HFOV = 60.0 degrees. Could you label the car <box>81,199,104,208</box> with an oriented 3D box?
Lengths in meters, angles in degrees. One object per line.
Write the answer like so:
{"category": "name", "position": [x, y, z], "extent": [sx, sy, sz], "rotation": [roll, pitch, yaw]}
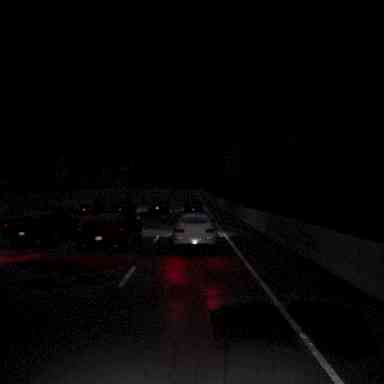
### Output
{"category": "car", "position": [-10.375, 1.472, 34.338], "extent": [1.812, 1.442, 4.674], "rotation": [0, 1, 0]}

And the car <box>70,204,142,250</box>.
{"category": "car", "position": [-3.389, 1.521, 14.556], "extent": [1.882, 1.535, 5.008], "rotation": [0, 0, 0]}

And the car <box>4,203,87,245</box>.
{"category": "car", "position": [-6.888, 1.518, 15.938], "extent": [1.882, 1.535, 5.008], "rotation": [0, 0, 0]}

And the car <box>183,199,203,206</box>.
{"category": "car", "position": [0.126, 1.445, 34.425], "extent": [2.128, 1.511, 4.902], "rotation": [0, 1, 0]}

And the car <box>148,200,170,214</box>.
{"category": "car", "position": [-3.374, 1.514, 34.456], "extent": [1.994, 1.385, 4.181], "rotation": [0, 1, 0]}

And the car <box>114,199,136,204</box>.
{"category": "car", "position": [-6.874, 1.443, 34.165], "extent": [2.128, 1.511, 4.902], "rotation": [0, 1, 0]}

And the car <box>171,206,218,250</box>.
{"category": "car", "position": [0.111, 1.571, 14.409], "extent": [1.812, 1.442, 4.674], "rotation": [0, 0, 0]}
